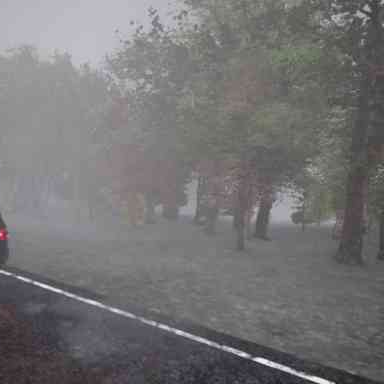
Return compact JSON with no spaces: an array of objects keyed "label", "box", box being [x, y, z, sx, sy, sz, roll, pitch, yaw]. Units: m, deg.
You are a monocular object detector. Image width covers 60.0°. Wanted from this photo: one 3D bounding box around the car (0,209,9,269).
[{"label":"car","box":[-7.041,1.065,8.872,5.566,2.045,2.150,2,-4,36]}]
